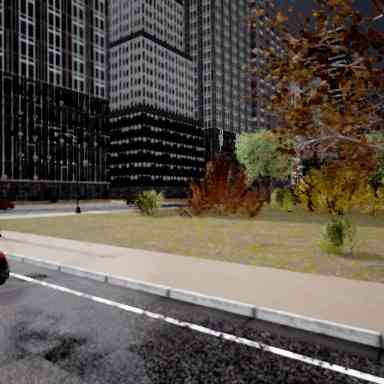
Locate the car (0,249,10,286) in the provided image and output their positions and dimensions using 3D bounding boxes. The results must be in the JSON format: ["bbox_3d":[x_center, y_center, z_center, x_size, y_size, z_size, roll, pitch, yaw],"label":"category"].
[{"bbox_3d":[-6.242,1.553,8.103,4.181,1.385,1.994,0,0,37],"label":"car"}]

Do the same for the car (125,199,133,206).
[{"bbox_3d":[-9.045,1.576,55.692,1.837,1.490,4.892,-1,-1,37],"label":"car"}]

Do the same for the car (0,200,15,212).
[{"bbox_3d":[-22.641,1.570,37.648,1.812,1.442,4.674,-1,-1,37],"label":"car"}]
